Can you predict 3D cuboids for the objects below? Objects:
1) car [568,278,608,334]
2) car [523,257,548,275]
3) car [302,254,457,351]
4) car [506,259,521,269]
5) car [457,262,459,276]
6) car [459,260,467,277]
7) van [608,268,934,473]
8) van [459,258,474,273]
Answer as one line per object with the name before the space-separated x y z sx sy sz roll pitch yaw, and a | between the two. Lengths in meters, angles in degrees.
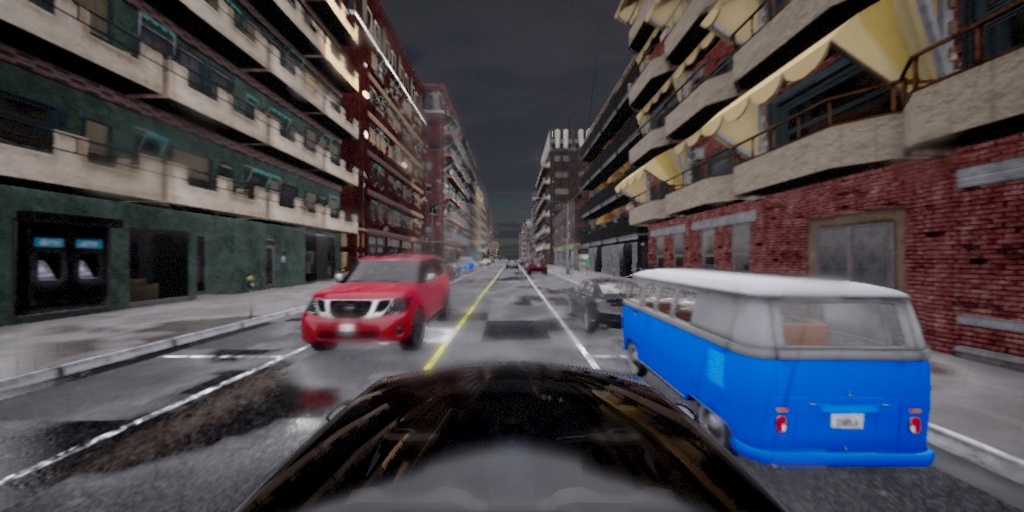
car | 2.693 1.296 10.396 2.007 1.370 4.403 0 0 0
car | 2.700 1.057 38.706 2.192 1.841 5.009 0 0 0
car | -3.023 0.968 9.373 2.150 2.045 5.566 0 0 0
car | 0.015 1.312 56.530 1.994 1.385 4.181 0 0 0
car | -5.683 1.058 27.383 2.192 1.841 5.009 0 0 0
car | -5.681 1.293 33.044 2.007 1.370 4.403 0 0 0
van | 2.692 1.089 4.734 1.690 1.789 3.998 0 0 0
van | -5.679 1.085 44.369 1.690 1.789 3.998 0 0 0
